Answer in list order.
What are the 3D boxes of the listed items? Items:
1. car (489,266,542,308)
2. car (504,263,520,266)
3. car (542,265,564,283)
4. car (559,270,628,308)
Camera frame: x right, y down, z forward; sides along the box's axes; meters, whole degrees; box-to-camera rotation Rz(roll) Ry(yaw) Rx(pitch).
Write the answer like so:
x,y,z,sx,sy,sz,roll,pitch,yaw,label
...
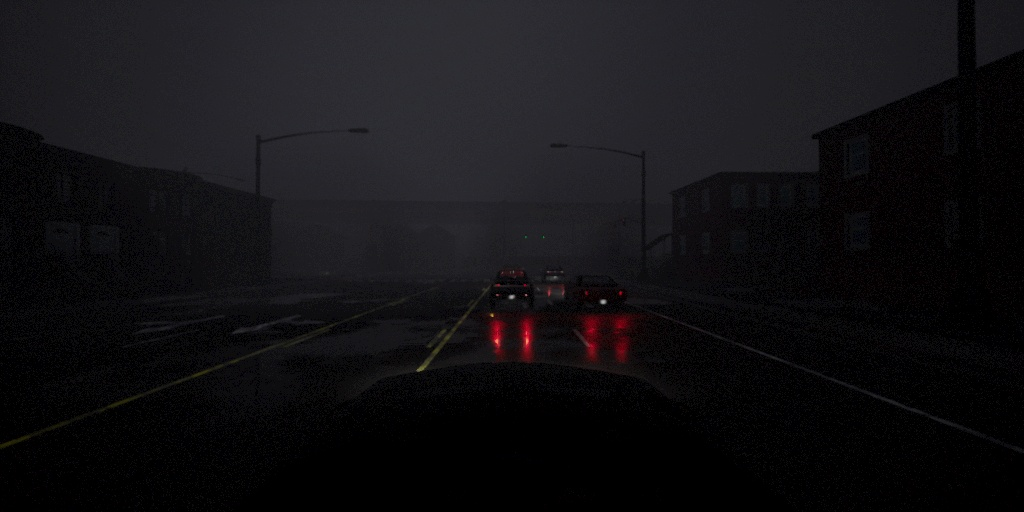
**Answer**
x,y,z,sx,sy,sz,roll,pitch,yaw,label
-0.003,1.377,16.144,2.128,1.511,4.902,0,0,0,car
-0.010,1.375,30.932,2.097,1.767,4.553,0,-1,0,car
3.538,1.519,31.138,2.128,1.511,4.902,0,0,2,car
3.498,1.485,15.955,1.895,1.301,4.718,0,0,0,car
